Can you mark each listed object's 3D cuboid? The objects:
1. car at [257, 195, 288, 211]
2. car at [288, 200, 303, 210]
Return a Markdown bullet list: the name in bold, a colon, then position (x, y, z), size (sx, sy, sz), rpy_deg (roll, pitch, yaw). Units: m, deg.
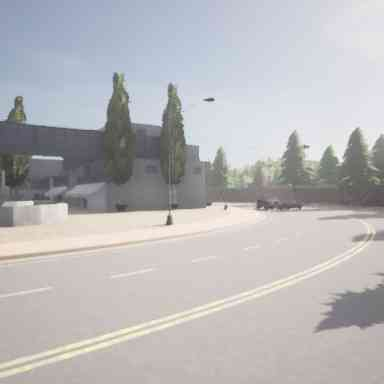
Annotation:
- **car**: position (10.195, 1.371, 43.853), size (2.150, 2.045, 5.566), rpy_deg (0, 0, -5)
- **car**: position (13.449, 1.749, 45.791), size (1.895, 1.301, 4.718), rpy_deg (0, 0, -8)
